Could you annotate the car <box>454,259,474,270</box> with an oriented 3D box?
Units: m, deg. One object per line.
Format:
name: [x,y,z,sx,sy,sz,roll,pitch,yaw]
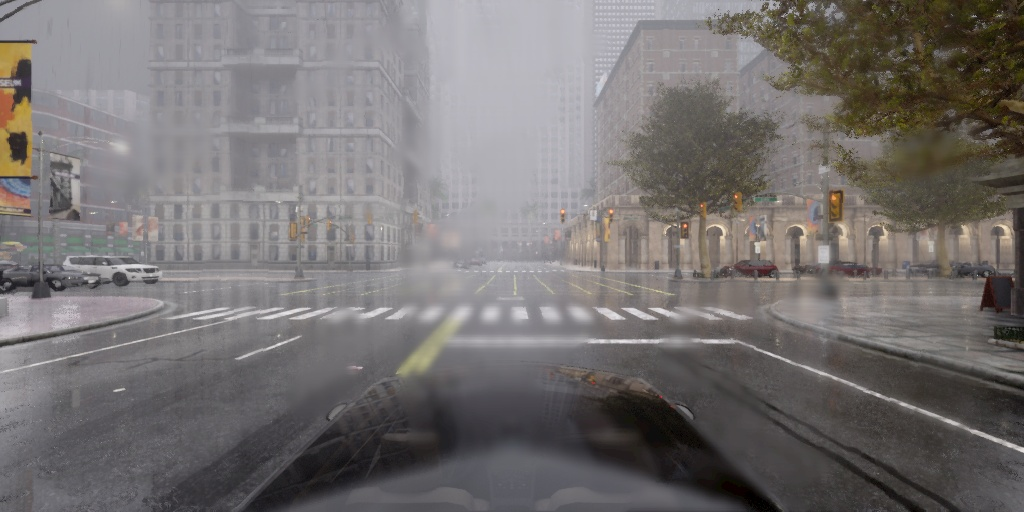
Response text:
car: [-7.134,1.241,51.837,2.128,1.511,4.902,0,0,0]

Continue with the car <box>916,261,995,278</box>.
car: [40.360,1.241,32.385,4.902,1.511,2.128,0,0,1]

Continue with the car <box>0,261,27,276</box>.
car: [-52.547,1.255,36.911,4.892,1.490,1.837,0,0,20]

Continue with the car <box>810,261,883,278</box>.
car: [30.373,1.351,32.441,4.718,1.301,1.895,0,0,0]

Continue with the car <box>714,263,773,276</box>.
car: [23.146,1.351,35.977,4.718,1.301,1.895,0,0,0]

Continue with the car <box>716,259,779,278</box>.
car: [21.385,1.102,32.485,4.553,1.767,2.097,0,0,0]

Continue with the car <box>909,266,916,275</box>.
car: [42.787,1.241,35.867,4.902,1.511,2.128,0,0,1]

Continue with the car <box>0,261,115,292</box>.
car: [-27.066,1.242,21.030,4.902,1.511,2.128,0,0,0]

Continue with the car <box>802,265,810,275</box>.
car: [32.469,1.255,35.931,4.892,1.490,1.837,0,0,0]

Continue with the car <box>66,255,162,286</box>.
car: [-27.387,0.971,24.547,5.566,2.045,2.150,0,0,2]
